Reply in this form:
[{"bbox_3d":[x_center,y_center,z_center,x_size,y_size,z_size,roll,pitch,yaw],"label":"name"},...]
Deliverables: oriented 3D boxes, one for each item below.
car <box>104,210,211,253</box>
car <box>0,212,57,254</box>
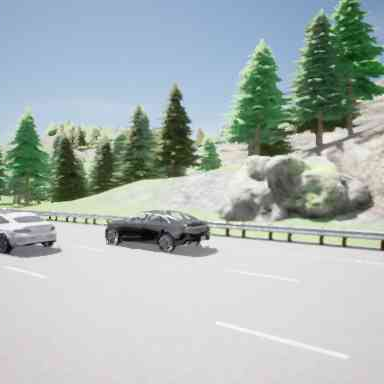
[{"bbox_3d":[-1.559,1.493,13.707,4.902,1.511,2.128,0,0,36],"label":"car"},{"bbox_3d":[-7.371,1.528,13.554,4.674,1.442,1.812,0,0,36],"label":"car"}]
